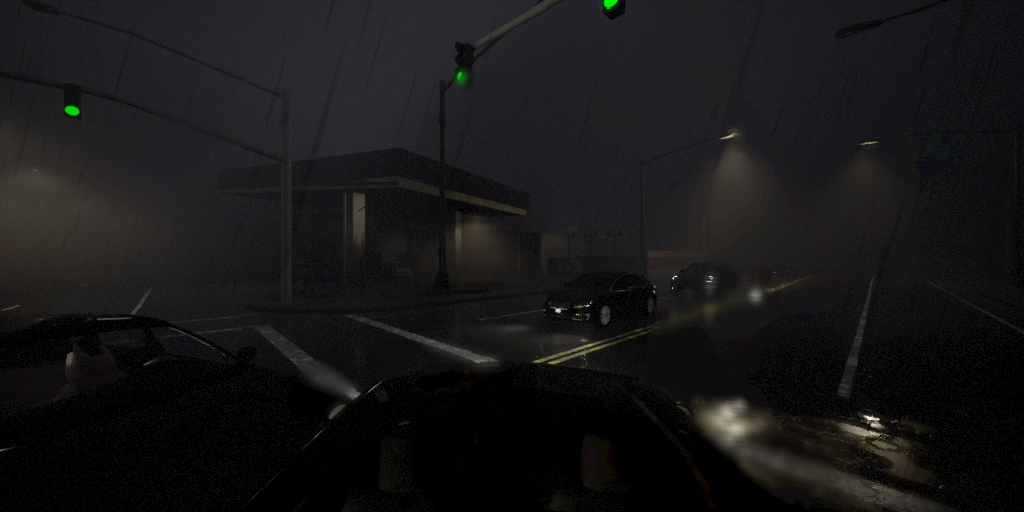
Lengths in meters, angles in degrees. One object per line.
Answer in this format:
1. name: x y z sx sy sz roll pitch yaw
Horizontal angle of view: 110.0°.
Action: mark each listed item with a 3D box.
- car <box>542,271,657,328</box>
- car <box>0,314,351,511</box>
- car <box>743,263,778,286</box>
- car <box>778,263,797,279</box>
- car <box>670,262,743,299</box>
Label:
1. car: 2.993 1.255 11.579 4.892 1.490 1.837 0 0 -45
2. car: -3.396 1.242 2.622 4.902 1.511 2.128 0 0 15
3. car: 16.890 1.314 25.201 1.994 1.385 4.181 0 0 45
4. car: 24.092 1.314 32.185 4.181 1.385 1.994 0 0 -44
5. car: 9.897 1.102 18.358 4.553 1.767 2.097 0 0 -44
